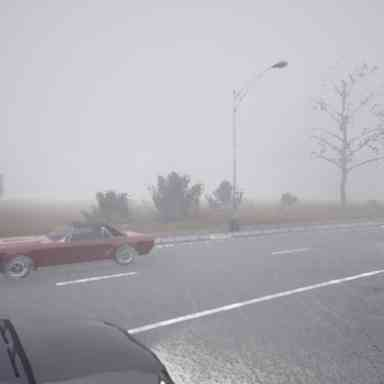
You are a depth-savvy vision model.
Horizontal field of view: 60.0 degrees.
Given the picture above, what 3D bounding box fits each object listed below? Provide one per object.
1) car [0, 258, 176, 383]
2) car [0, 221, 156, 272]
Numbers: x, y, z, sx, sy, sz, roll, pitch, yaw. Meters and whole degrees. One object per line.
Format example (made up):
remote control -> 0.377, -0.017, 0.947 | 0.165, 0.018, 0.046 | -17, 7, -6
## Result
car -> -2.096, 1.554, 2.140 | 4.181, 1.385, 1.994 | 0, 0, -36
car -> -3.580, 1.569, 9.892 | 4.718, 1.301, 1.895 | 0, 0, -34
